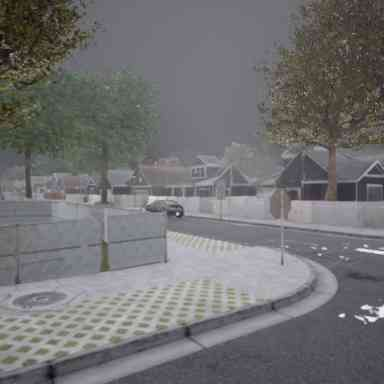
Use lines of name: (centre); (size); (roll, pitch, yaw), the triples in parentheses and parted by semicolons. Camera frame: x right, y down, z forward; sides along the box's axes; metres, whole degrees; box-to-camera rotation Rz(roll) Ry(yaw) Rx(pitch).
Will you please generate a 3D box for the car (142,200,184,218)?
car: (-2.484, 1.422, 27.581); (1.837, 1.490, 4.892); (1, 0, -34)
